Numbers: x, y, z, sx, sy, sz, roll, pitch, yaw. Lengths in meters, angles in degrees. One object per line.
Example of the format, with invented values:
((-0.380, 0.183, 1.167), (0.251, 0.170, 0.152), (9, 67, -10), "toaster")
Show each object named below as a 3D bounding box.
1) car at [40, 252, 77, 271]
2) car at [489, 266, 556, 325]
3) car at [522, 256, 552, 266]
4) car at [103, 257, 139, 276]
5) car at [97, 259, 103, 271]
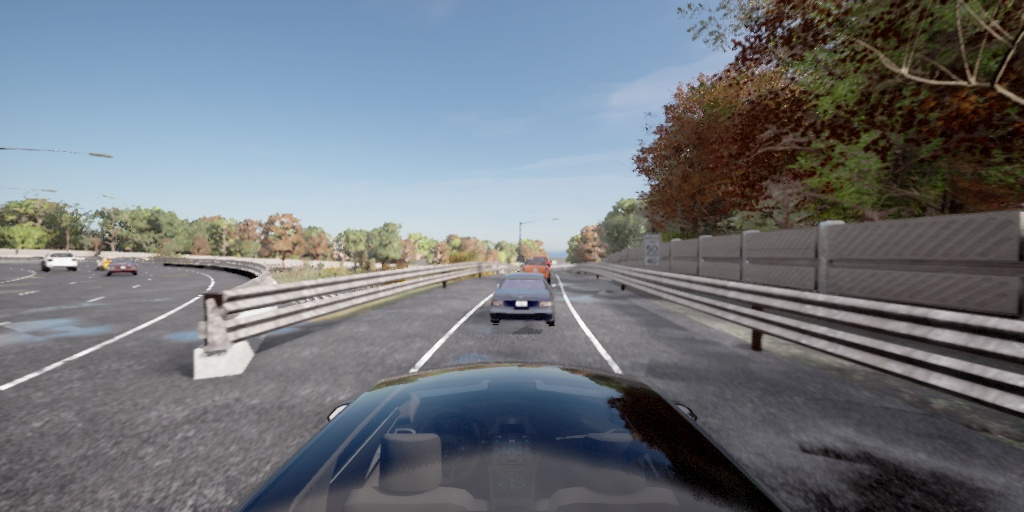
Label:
((-50.048, 0.600, 39.601), (5.566, 2.045, 2.150), (0, 0, 33), "car")
((0.432, 1.230, 11.494), (2.033, 1.411, 5.357), (0, 0, 5), "car")
((1.813, 0.980, 26.992), (2.097, 1.767, 4.553), (0, 0, 6), "car")
((-34.847, 1.014, 32.099), (5.357, 1.411, 2.033), (1, 1, 42), "car")
((-45.217, 0.863, 40.529), (5.008, 1.535, 1.882), (0, 0, 35), "car")
